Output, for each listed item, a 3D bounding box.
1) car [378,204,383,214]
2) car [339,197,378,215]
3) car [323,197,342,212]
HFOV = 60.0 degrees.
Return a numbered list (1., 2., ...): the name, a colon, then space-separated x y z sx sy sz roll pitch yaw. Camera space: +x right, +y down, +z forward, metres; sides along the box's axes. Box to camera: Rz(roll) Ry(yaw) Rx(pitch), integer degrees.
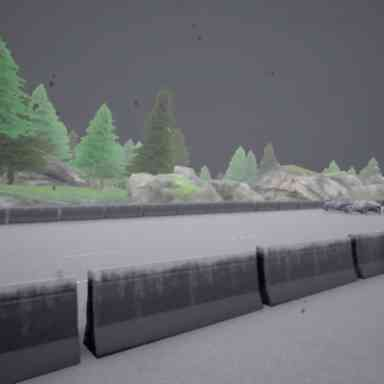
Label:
1. car: 19.589 1.486 30.838 4.674 1.442 1.812 0 0 -35
2. car: 17.183 1.487 33.422 4.674 1.442 1.812 0 0 -35
3. car: 16.794 1.310 37.432 4.553 1.767 2.097 0 0 -35
